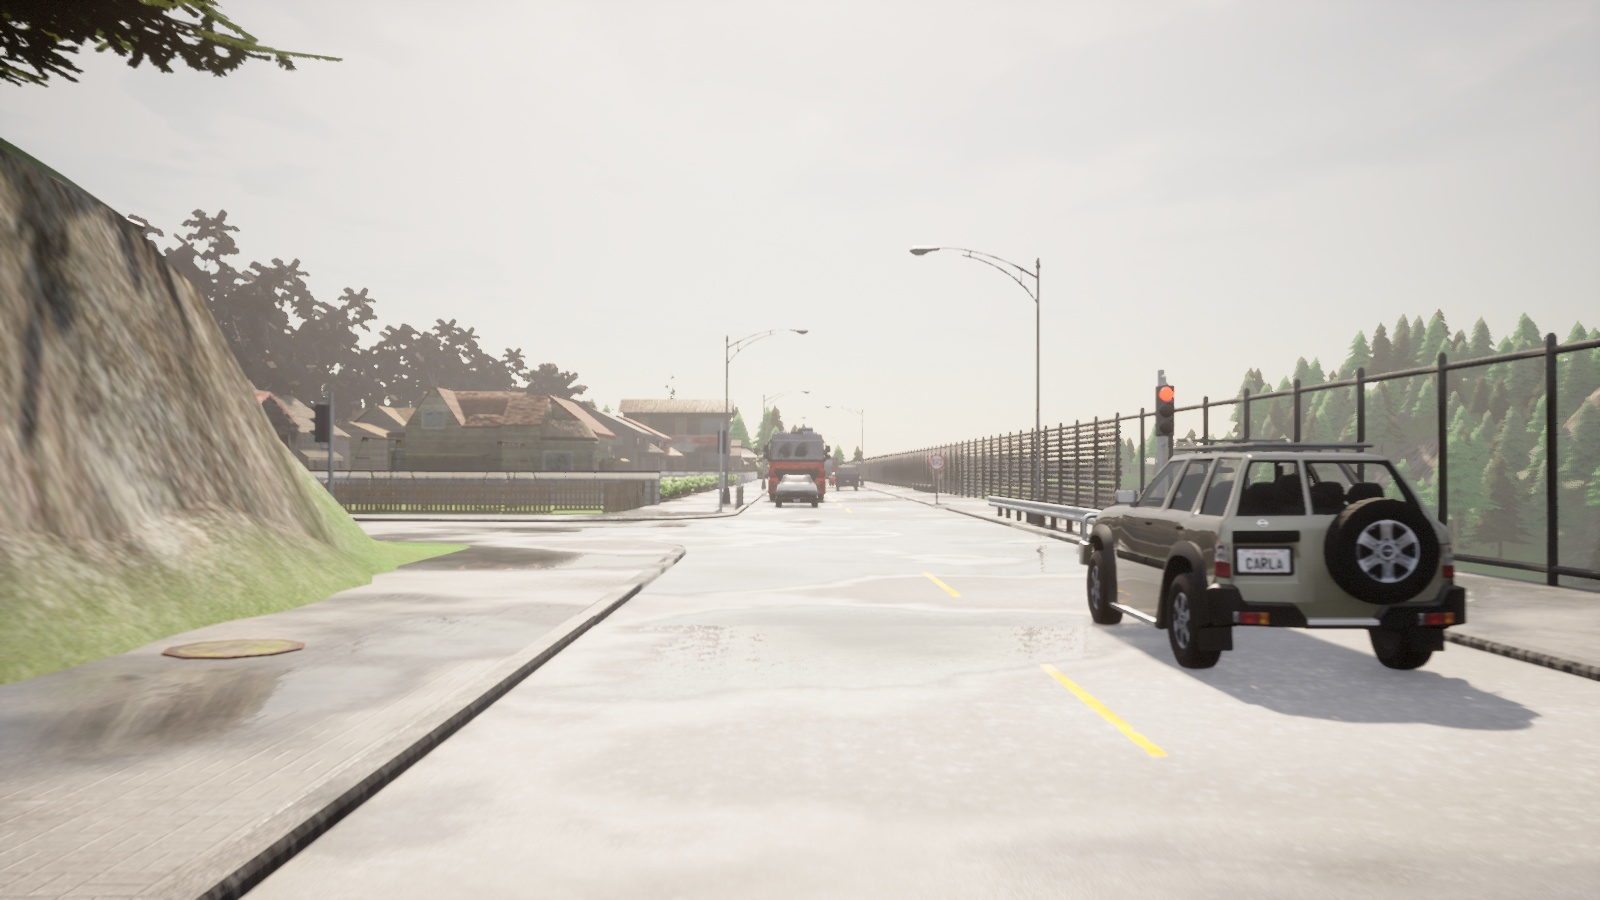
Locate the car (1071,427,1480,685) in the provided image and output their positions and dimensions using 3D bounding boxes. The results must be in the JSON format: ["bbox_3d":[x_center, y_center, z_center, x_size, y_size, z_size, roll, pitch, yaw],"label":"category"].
[{"bbox_3d":[3.939,0.806,11.390,1.932,1.855,4.605,0,-1,0],"label":"car"}]

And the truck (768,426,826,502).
[{"bbox_3d":[-0.163,0.774,67.090,2.891,3.827,8.468,0,-1,0],"label":"truck"}]

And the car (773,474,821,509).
[{"bbox_3d":[-0.129,1.790,55.360,2.033,1.411,5.357,0,-1,0],"label":"car"}]
